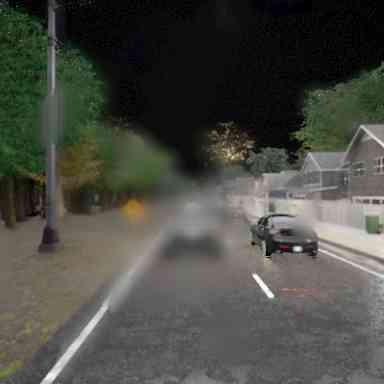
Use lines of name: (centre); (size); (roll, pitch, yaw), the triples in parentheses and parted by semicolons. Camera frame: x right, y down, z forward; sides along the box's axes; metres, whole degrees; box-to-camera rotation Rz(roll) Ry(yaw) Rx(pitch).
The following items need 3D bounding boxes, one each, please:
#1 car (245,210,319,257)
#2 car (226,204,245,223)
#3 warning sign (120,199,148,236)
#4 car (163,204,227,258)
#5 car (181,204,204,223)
car: (3.543, 1.638, 13.489); (1.837, 1.490, 4.892); (0, 0, 1)
car: (3.568, 1.760, 28.492); (2.128, 1.511, 4.902); (0, 0, 1)
warning sign: (-3.026, 1.283, 17.417); (1.300, 1.860, 1.060); (0, -1, 0)
car: (0.044, 1.481, 13.427); (2.097, 1.767, 4.553); (0, -1, 1)
car: (0.073, 1.796, 28.891); (1.812, 1.442, 4.674); (0, 0, 1)
